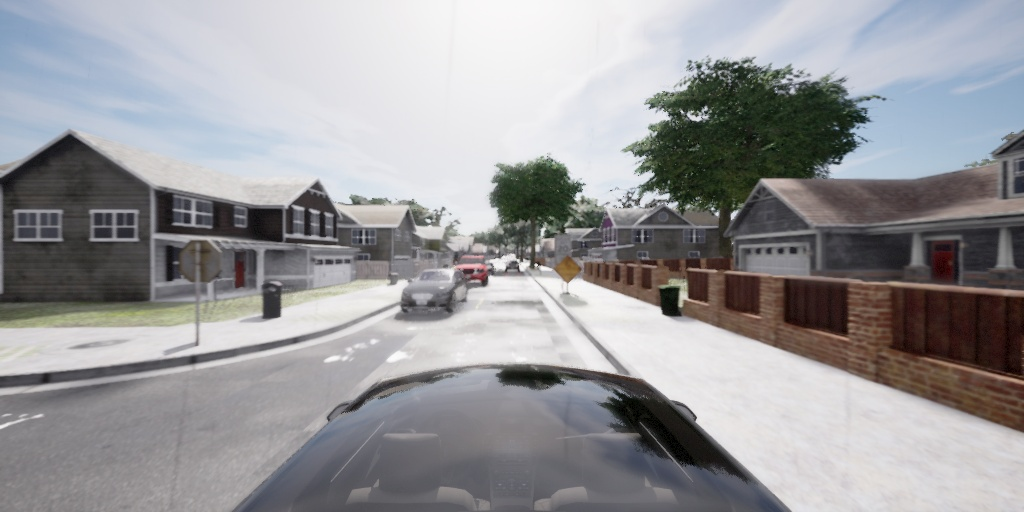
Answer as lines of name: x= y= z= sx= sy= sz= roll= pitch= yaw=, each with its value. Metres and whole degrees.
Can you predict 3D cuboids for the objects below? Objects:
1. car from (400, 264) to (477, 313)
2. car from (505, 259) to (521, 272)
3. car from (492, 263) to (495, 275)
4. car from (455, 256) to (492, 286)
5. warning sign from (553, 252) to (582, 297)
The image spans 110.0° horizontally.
car: x=-2.886 y=1.254 z=14.183 sx=2.128 sy=1.511 sz=4.902 roll=0 pitch=0 yaw=2
car: x=0.070 y=1.279 z=45.712 sx=1.812 sy=1.442 sz=4.674 roll=0 pitch=0 yaw=0
car: x=-2.814 y=1.306 z=39.434 sx=2.033 sy=1.411 sz=5.357 roll=0 pitch=0 yaw=0
car: x=-2.840 y=0.987 z=26.048 sx=2.150 sy=2.045 sz=5.566 roll=0 pitch=0 yaw=-1
warning sign: x=2.525 y=0.878 z=16.242 sx=1.300 sy=1.860 sz=1.060 roll=0 pitch=0 yaw=0
